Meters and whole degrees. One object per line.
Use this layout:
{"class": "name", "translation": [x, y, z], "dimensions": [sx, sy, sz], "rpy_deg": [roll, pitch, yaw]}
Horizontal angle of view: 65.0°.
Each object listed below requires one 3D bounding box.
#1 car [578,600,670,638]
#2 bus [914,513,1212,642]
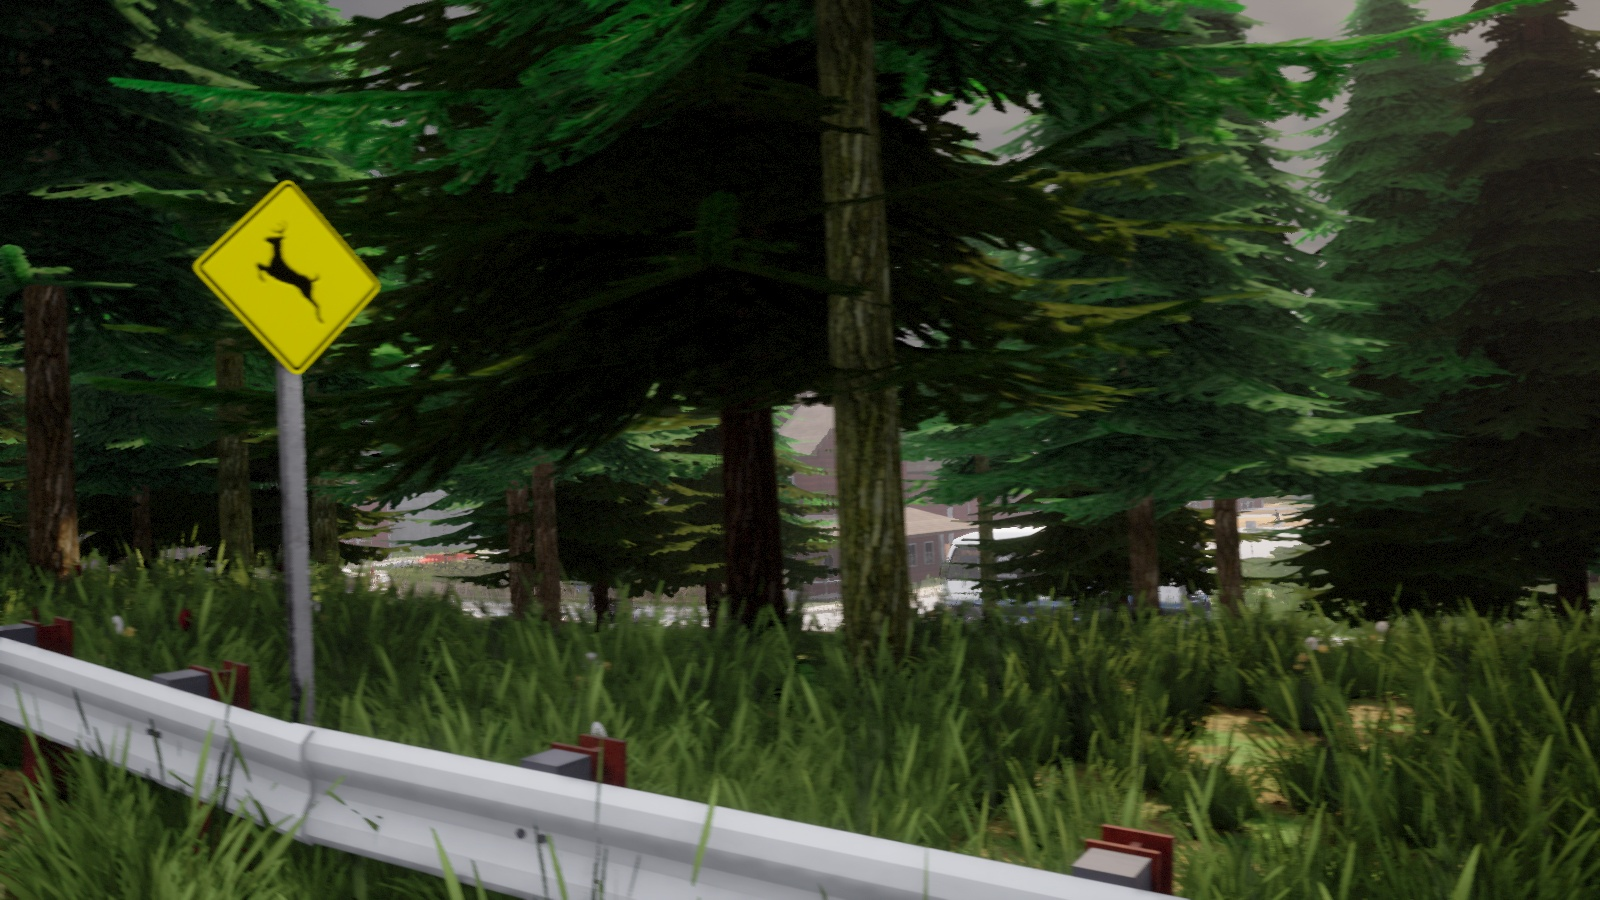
{"class": "car", "translation": [-8.291, 7.901, 58.935], "dimensions": [4.193, 1.474, 1.816], "rpy_deg": [-5, -2, 39]}
{"class": "bus", "translation": [9.950, 4.878, 48.473], "dimensions": [10.273, 4.253, 3.944], "rpy_deg": [-5, -2, 38]}
